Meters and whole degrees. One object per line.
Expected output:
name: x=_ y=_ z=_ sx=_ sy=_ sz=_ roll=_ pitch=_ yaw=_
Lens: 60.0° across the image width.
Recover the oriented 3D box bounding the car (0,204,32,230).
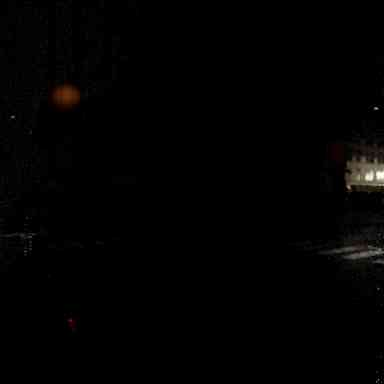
car: x=-11.602 y=1.524 z=21.243 sx=1.882 sy=1.535 sz=5.008 roll=0 pitch=0 yaw=-35
